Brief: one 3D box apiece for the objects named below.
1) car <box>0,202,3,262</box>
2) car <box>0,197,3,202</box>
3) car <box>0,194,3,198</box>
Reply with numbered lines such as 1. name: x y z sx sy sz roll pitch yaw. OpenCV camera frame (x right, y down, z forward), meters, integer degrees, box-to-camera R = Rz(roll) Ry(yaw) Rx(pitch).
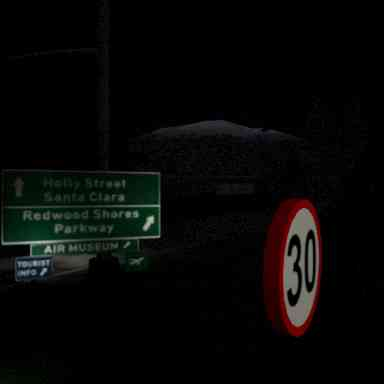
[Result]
1. car: -7.616 1.356 7.682 2.150 2.045 5.566 0 -1 36
2. car: -12.433 1.540 26.001 1.905 1.878 3.866 0 0 35
3. car: -38.780 1.592 69.857 4.514 1.523 2.007 0 0 35
